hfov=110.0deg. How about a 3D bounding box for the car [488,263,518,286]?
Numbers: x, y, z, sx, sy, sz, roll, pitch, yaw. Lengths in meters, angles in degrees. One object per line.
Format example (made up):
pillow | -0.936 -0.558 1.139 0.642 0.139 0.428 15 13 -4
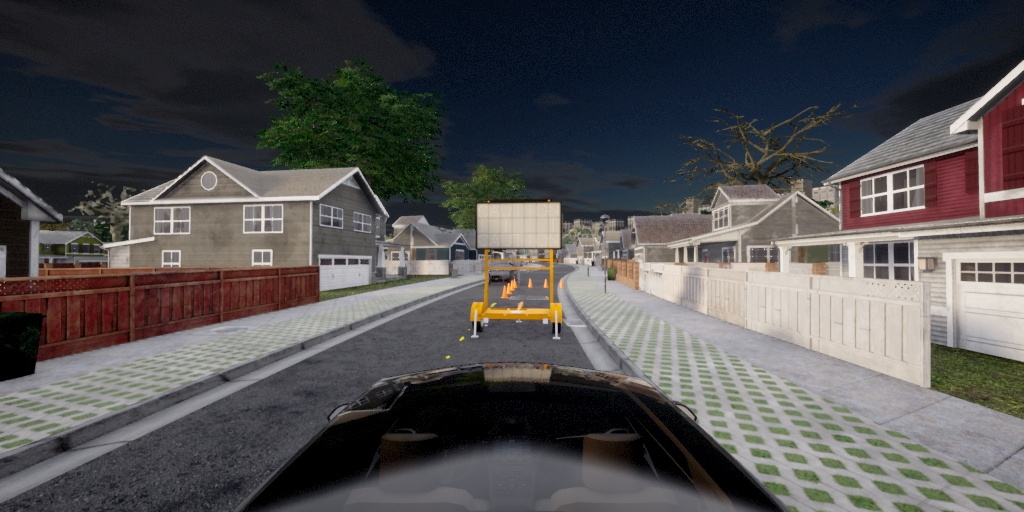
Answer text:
car | -0.675 1.289 26.042 1.837 1.490 4.892 0 0 9

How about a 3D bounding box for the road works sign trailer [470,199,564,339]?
road works sign trailer | 0.200 0.219 10.121 2.380 3.560 2.880 0 0 5
